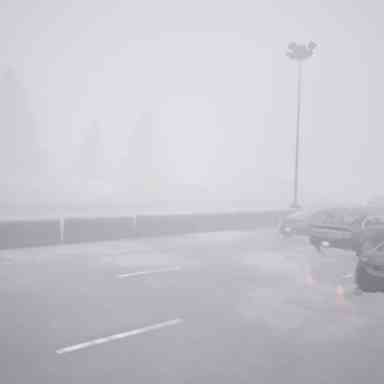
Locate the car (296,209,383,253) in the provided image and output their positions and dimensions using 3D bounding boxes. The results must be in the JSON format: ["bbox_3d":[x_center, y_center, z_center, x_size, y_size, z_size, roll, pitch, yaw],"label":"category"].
[{"bbox_3d":[6.500,1.547,12.687,4.902,1.511,2.128,0,0,-36],"label":"car"}]

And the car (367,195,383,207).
[{"bbox_3d":[24.806,1.441,43.084,5.566,2.045,2.150,1,-1,-35],"label":"car"}]

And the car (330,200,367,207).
[{"bbox_3d":[21.058,1.760,44.737,4.181,1.385,1.994,1,0,-35],"label":"car"}]

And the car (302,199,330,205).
[{"bbox_3d":[18.335,1.666,47.101,5.008,1.535,1.882,1,0,-35],"label":"car"}]

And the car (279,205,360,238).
[{"bbox_3d":[6.371,1.591,16.892,4.674,1.442,1.812,0,0,-36],"label":"car"}]

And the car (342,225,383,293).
[{"bbox_3d":[5.684,1.604,7.804,4.181,1.385,1.994,0,0,-36],"label":"car"}]

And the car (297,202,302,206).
[{"bbox_3d":[18.323,1.758,51.363,5.357,1.411,2.033,1,0,-35],"label":"car"}]
